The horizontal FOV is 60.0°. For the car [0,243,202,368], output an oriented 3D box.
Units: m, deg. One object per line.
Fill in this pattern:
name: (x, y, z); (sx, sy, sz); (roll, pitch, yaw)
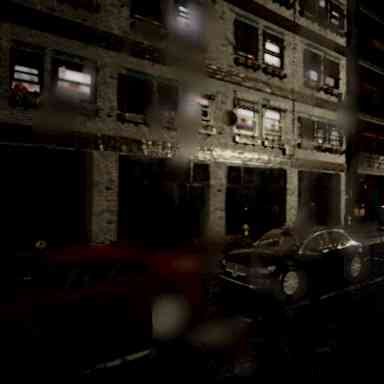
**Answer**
car: (-1.932, 1.543, 5.125); (4.507, 1.381, 1.887); (0, 1, -35)

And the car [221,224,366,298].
car: (2.705, 1.540, 8.433); (4.403, 1.369, 2.008); (0, 1, -35)
